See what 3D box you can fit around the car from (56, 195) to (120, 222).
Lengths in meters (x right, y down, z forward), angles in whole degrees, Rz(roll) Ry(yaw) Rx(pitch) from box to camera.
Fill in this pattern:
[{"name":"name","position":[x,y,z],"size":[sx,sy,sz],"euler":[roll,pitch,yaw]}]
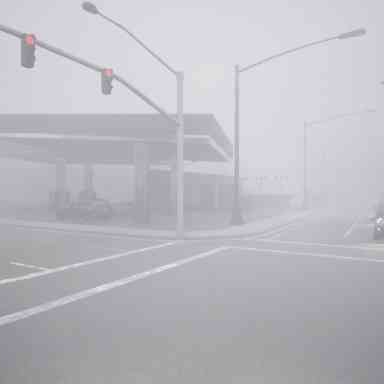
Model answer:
[{"name":"car","position":[-8.208,1.303,25.295],"size":[4.611,1.667,2.242],"euler":[0,0,31]}]

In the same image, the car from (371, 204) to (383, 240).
[{"name":"car","position":[10.125,1.551,16.648],"size":[2.033,1.411,5.357],"euler":[0,0,29]}]

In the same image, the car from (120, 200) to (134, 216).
[{"name":"car","position":[-5.945,1.465,30.630],"size":[3.806,1.475,1.970],"euler":[0,0,31]}]

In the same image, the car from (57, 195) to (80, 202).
[{"name":"car","position":[-29.933,1.505,80.726],"size":[5.008,1.535,1.882],"euler":[0,0,-39]}]

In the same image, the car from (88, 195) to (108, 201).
[{"name":"car","position":[-24.921,1.553,88.311],"size":[4.674,1.442,1.812],"euler":[0,0,-28]}]

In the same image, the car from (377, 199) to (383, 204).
[{"name":"car","position":[14.981,1.510,25.247],"size":[1.837,1.490,4.892],"euler":[0,0,30]}]

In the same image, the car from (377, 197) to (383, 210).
[{"name":"car","position":[25.121,1.500,42.960],"size":[2.128,1.511,4.902],"euler":[0,0,30]}]
